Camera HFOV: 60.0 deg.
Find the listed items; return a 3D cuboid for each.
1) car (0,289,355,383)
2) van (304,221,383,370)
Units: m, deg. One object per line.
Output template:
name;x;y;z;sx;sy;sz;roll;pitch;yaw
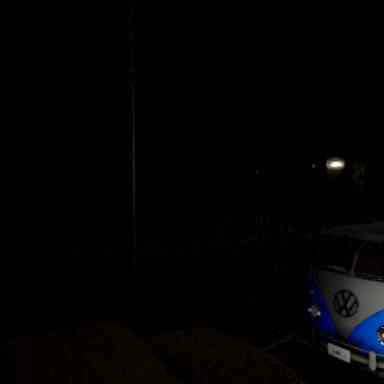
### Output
car;-1.330;1.526;1.696;4.829;1.417;1.752;0;0;-35
van;3.408;1.327;5.061;3.998;1.788;1.690;0;0;-35
